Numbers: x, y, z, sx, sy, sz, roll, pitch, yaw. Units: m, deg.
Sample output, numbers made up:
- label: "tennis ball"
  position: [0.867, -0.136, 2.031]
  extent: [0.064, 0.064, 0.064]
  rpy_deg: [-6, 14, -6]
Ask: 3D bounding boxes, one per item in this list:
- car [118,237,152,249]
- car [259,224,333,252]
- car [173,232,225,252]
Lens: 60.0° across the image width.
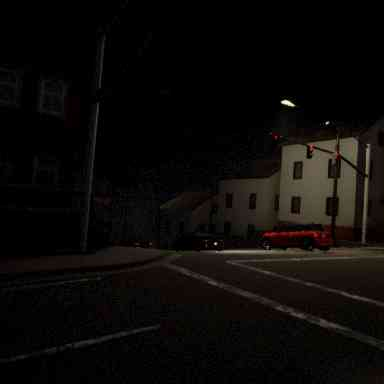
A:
- label: "car"
  position: [-5.658, 5.107, 31.985]
  extent: [1.882, 1.535, 5.008]
  rpy_deg: [6, -16, -35]
- label: "car"
  position: [6.534, 2.890, 21.423]
  extent: [2.097, 1.767, 4.553]
  rpy_deg: [7, -11, -38]
- label: "car"
  position: [0.405, 3.528, 23.630]
  extent: [1.994, 1.385, 4.181]
  rpy_deg: [6, -12, -35]
